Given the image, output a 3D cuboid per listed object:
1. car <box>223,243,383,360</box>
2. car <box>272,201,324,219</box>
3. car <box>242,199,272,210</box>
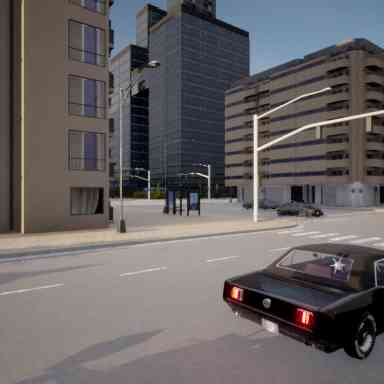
[{"bbox_3d":[2.892,1.601,5.985,4.718,1.301,1.895,0,0,-36],"label":"car"},{"bbox_3d":[9.715,1.619,30.120,1.994,1.385,4.181,0,0,-32],"label":"car"},{"bbox_3d":[8.998,1.603,43.395,2.033,1.411,5.357,0,0,-38],"label":"car"}]
